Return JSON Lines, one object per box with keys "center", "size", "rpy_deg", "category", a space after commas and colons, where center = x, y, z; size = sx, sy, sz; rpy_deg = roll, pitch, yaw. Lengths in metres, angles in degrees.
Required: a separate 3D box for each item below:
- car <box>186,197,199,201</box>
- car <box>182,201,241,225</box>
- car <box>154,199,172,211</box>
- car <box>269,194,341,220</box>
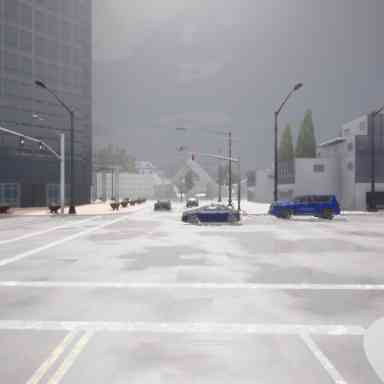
{"center": [0.065, 1.532, 51.003], "size": [2.033, 1.411, 5.357], "rpy_deg": [0, 0, 0], "category": "car"}
{"center": [1.343, 1.565, 23.476], "size": [4.181, 1.385, 1.994], "rpy_deg": [0, 0, 0], "category": "car"}
{"center": [-3.614, 1.588, 41.604], "size": [1.895, 1.301, 4.718], "rpy_deg": [0, 0, 0], "category": "car"}
{"center": [9.181, 1.212, 27.217], "size": [5.566, 2.045, 2.150], "rpy_deg": [0, 0, 3], "category": "car"}
